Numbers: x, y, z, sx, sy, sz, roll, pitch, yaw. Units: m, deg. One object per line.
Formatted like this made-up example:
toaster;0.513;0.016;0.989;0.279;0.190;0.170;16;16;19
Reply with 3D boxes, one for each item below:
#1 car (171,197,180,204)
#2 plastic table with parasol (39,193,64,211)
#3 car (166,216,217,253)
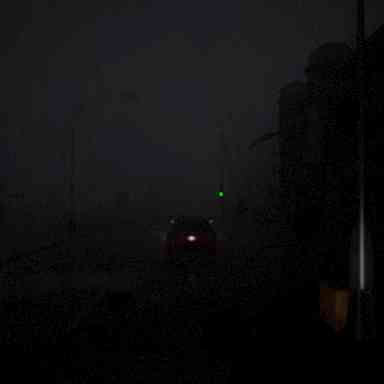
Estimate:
car;-4.077;2.144;83.212;2.097;1.767;4.553;0;-1;0
plastic table with parasol;-19.211;1.363;45.609;2.482;2.480;2.482;0;-1;0
car;-0.010;1.702;14.299;1.994;1.385;4.181;0;-1;0
